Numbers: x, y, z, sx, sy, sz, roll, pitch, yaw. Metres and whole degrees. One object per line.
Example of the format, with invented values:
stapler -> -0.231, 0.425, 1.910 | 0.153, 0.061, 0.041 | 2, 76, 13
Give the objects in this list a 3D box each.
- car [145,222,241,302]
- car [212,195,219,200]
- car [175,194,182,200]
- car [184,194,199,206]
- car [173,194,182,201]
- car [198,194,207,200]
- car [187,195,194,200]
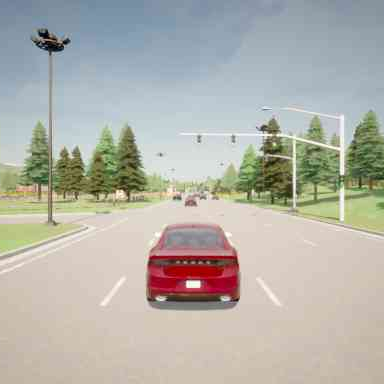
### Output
car -> 0.033, 1.478, 8.342 | 1.882, 1.535, 5.008 | 0, 0, 0
car -> 6.653, 1.525, 94.416 | 2.128, 1.511, 4.902 | 0, 0, 0
car -> -3.845, 1.310, 93.964 | 1.882, 1.535, 5.008 | 0, 0, 0
car -> -0.193, 1.525, 52.944 | 1.812, 1.442, 4.674 | 0, 0, 0
car -> -3.807, 1.469, 83.544 | 1.882, 1.535, 5.008 | 0, 0, 0
car -> 3.153, 1.524, 94.403 | 1.812, 1.442, 4.674 | 0, 0, 0
car -> -0.345, 1.427, 94.007 | 1.895, 1.301, 4.718 | 0, 0, 0
